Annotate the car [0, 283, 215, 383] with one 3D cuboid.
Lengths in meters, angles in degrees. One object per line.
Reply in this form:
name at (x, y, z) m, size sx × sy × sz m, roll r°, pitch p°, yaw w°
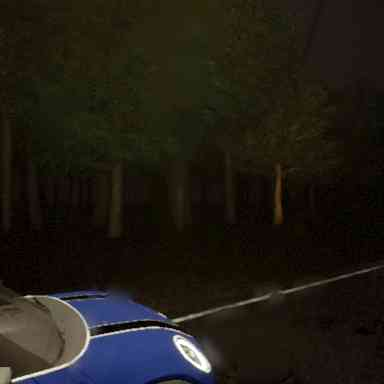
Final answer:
car at (-1.983, 1.351, 2.332) m, size 4.553 × 1.767 × 2.097 m, roll 0°, pitch 0°, yaw -36°
